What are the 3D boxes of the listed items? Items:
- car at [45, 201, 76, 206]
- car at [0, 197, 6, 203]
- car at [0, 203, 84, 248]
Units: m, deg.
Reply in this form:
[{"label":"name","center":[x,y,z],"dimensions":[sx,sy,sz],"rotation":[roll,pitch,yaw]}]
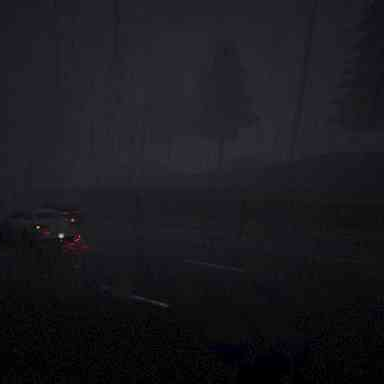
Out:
[{"label":"car","center":[-8.503,1.331,20.631],"dimensions":[4.892,1.490,1.837],"rotation":[1,1,44]},{"label":"car","center":[-20.190,1.126,33.638],"dimensions":[1.882,1.535,5.008],"rotation":[0,0,-38]},{"label":"car","center":[-6.684,1.398,14.121],"dimensions":[4.674,1.442,1.812],"rotation":[1,0,41]}]
